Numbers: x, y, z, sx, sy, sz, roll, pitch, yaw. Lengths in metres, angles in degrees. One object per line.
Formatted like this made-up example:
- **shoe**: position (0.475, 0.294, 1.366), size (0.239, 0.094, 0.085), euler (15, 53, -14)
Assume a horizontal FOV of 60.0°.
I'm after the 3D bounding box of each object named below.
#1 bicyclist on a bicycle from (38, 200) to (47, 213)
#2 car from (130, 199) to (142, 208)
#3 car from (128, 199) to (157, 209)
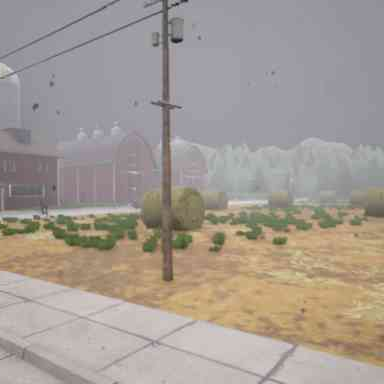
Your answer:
- **bicyclist on a bicycle**: position (-14.611, 1.612, 32.536), size (1.656, 1.620, 0.582), euler (-1, -1, 34)
- **car**: position (-6.964, 1.862, 50.570), size (1.837, 1.490, 4.892), euler (-1, 0, 34)
- **car**: position (-8.156, 1.904, 55.057), size (1.837, 1.490, 4.892), euler (-1, -1, 35)
